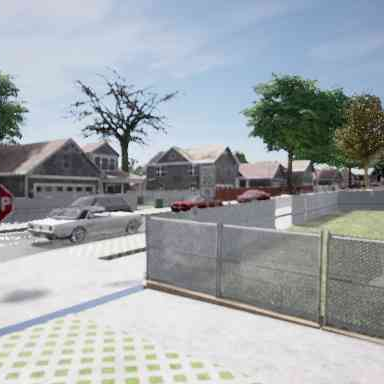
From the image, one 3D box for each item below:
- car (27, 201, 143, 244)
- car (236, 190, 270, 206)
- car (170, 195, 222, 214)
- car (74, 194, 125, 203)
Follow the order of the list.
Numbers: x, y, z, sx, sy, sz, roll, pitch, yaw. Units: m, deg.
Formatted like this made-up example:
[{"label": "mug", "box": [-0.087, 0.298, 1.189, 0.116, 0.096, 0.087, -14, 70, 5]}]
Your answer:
[{"label": "car", "box": [-4.271, 1.285, 14.185, 1.895, 1.301, 4.718, 0, 2, 34]}, {"label": "car", "box": [6.296, 0.540, 34.060, 1.882, 1.535, 5.008, 0, 2, 35]}, {"label": "car", "box": [0.382, 0.943, 25.706, 1.895, 1.301, 4.718, 0, 2, 35]}, {"label": "car", "box": [-5.317, 0.966, 17.631, 2.097, 1.767, 4.553, 0, 2, 35]}]
